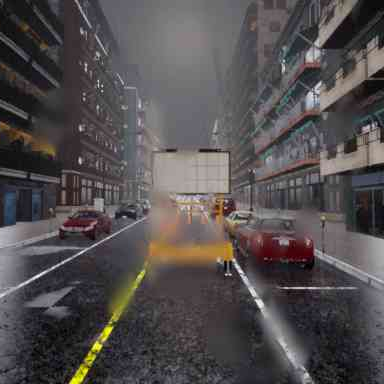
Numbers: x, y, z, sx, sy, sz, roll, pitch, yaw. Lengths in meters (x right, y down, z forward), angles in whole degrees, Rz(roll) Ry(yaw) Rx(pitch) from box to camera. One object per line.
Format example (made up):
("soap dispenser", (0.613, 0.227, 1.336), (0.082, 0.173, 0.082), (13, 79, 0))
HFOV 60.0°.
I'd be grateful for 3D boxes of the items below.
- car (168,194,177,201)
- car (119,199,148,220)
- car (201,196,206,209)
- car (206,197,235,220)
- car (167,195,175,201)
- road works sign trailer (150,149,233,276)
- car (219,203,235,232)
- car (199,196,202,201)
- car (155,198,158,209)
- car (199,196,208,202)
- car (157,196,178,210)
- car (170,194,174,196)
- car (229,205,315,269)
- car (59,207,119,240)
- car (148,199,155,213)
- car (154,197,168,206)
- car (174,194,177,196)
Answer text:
("car", (-5.250, 1.391, 90.609), (2.192, 1.841, 5.009), (2, 0, 0))
("car", (-5.281, 1.585, 28.299), (1.947, 1.339, 4.313), (2, 0, 0))
("car", (2.607, 1.558, 45.455), (1.752, 1.417, 4.829), (2, 0, 0))
("car", (2.607, 1.334, 28.291), (2.192, 1.841, 5.009), (2, 0, 0))
("car", (-5.259, 1.594, 84.773), (1.752, 1.417, 4.829), (2, 0, 0))
("road works sign trailer", (-0.019, 0.471, 10.373), (2.380, 3.560, 2.880), (0, 0, 0))
("car", (2.596, 1.537, 17.132), (1.752, 1.417, 4.829), (2, 0, 0))
("car", (2.609, 1.607, 56.614), (1.947, 1.339, 4.313), (2, 0, 0))
("car", (-5.274, 1.583, 45.293), (2.008, 1.369, 4.403), (2, 0, 0))
("car", (2.618, 1.613, 79.271), (2.008, 1.369, 4.403), (2, 0, 0))
("car", (-2.737, 1.553, 39.904), (1.812, 1.442, 4.674), (0, 0, 0))
("car", (-5.266, 1.595, 67.952), (1.887, 1.381, 4.507), (2, 0, 0))
("car", (2.597, 1.448, 11.298), (1.967, 1.590, 4.097), (2, 0, 0))
("car", (-5.285, 1.593, 16.970), (1.802, 1.307, 4.206), (2, 0, 0))
("car", (-5.274, 1.464, 33.964), (1.967, 1.590, 4.097), (2, 0, 0))
("car", (-5.270, 1.586, 56.622), (1.887, 1.381, 4.507), (2, 0, 0))
("car", (-5.261, 1.588, 79.109), (1.752, 1.417, 4.829), (2, 0, 0))
